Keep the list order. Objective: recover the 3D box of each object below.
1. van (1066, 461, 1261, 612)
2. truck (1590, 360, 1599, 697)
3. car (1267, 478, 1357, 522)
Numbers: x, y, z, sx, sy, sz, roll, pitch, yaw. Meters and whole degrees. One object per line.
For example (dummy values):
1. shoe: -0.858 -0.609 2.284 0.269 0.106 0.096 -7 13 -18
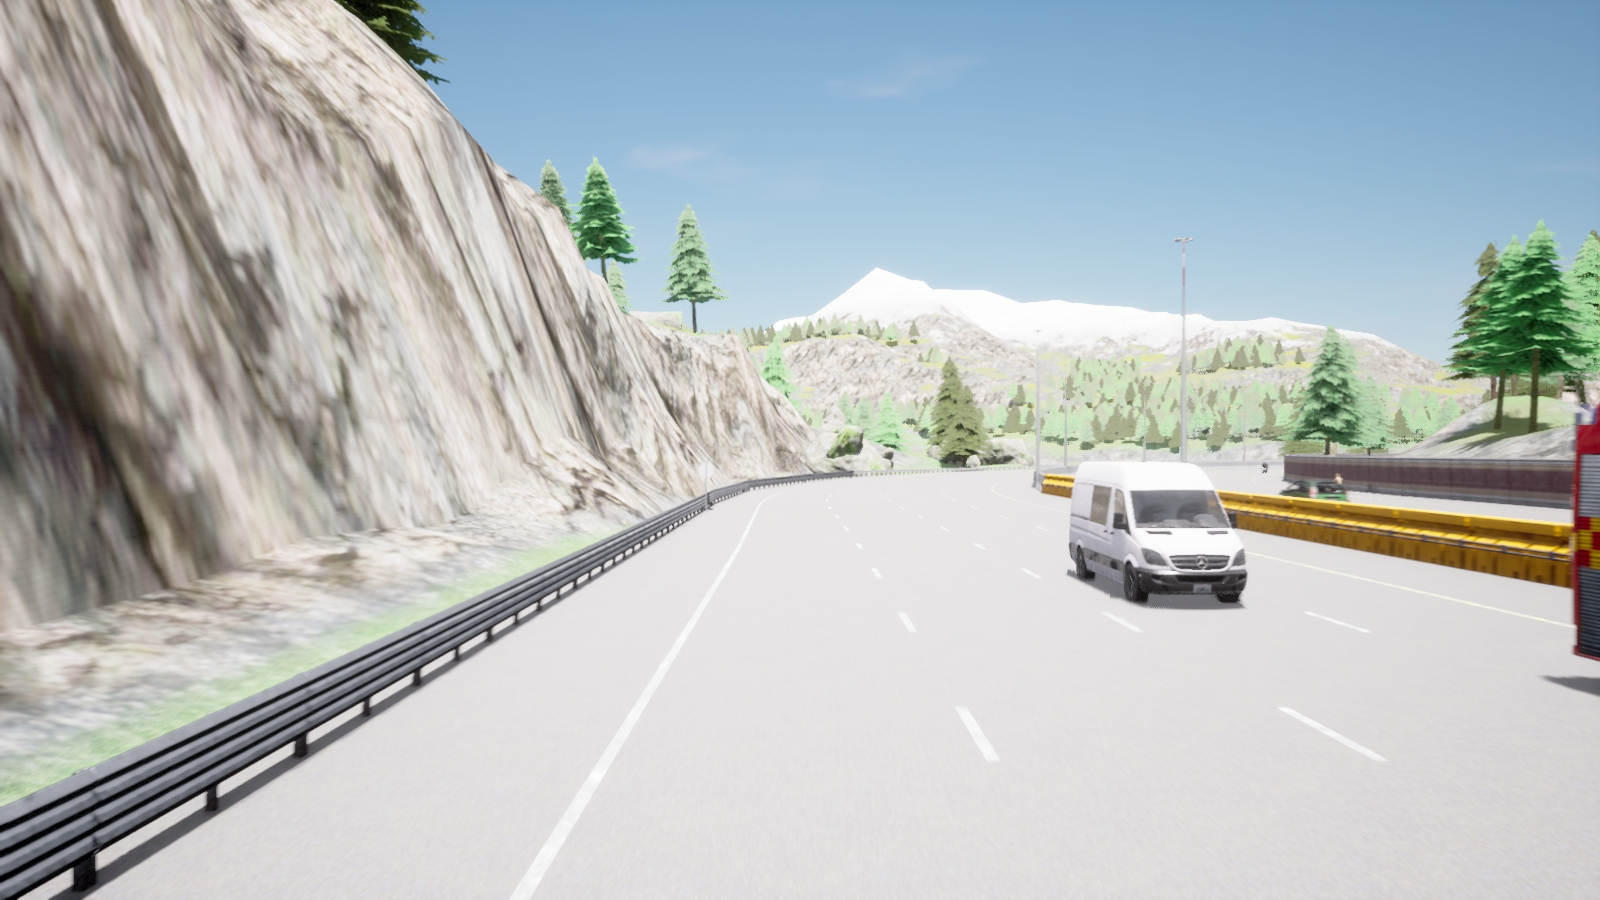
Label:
1. van: 6.998 1.534 22.793 1.988 2.561 5.915 0 0 0
2. truck: 10.506 0.890 8.871 2.891 3.827 8.468 0 0 0
3. car: 20.816 1.998 46.619 1.851 1.617 3.988 0 0 -1
